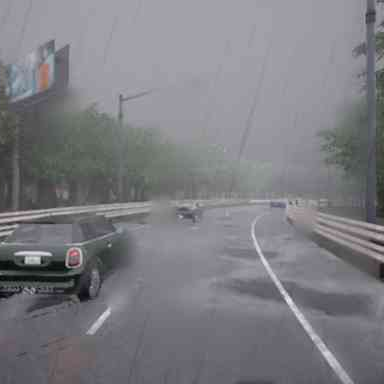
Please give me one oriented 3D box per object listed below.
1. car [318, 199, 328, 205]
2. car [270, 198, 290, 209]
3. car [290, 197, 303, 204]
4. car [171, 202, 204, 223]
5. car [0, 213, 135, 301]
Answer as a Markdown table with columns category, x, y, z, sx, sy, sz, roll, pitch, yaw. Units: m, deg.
| category | x | y | z | sx | sy | sz | roll | pitch | yaw |
| --- | --- | --- | --- | --- | --- | --- | --- | --- | --- |
| car | 32.289 | 2.379 | 81.338 | 1.882 | 1.535 | 5.008 | 0 | -1 | 43 |
| car | 13.391 | 1.803 | 51.434 | 1.882 | 1.535 | 5.008 | 0 | -1 | 26 |
| car | 20.895 | 1.833 | 67.169 | 2.097 | 1.767 | 4.553 | 0 | -1 | 36 |
| car | -0.252 | 1.541 | 26.106 | 1.837 | 1.490 | 4.892 | 0 | 0 | 13 |
| car | -2.904 | 1.319 | 8.478 | 2.097 | 1.767 | 4.553 | 0 | 0 | 4 |
